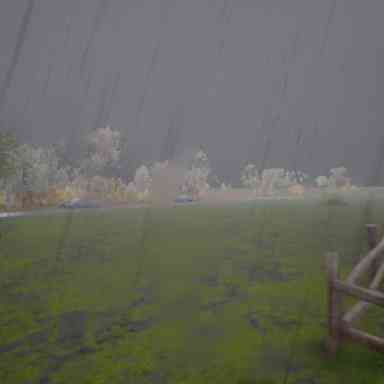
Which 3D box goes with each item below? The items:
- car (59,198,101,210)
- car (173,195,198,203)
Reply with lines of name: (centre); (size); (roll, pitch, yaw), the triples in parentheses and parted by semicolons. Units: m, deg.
car: (-14.195, 1.494, 42.505); (2.033, 1.411, 5.357); (0, 1, 36)
car: (-1.106, 1.293, 60.271); (2.033, 1.411, 5.357); (0, 1, 36)
